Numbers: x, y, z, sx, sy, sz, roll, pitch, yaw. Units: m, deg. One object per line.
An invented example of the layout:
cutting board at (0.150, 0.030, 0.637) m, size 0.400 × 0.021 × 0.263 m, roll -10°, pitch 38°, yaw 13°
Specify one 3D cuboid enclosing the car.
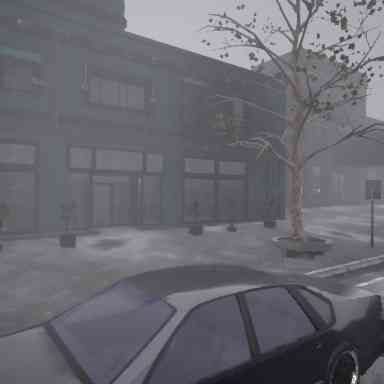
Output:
car at (-0.034, 1.547, 3.356) m, size 5.357 × 1.411 × 2.033 m, roll 0°, pitch 0°, yaw -36°
